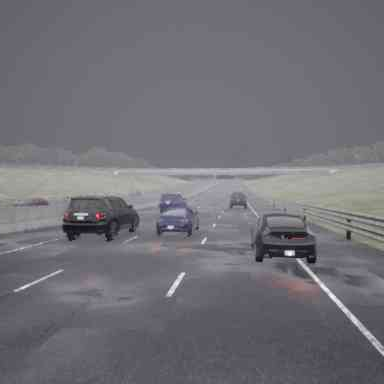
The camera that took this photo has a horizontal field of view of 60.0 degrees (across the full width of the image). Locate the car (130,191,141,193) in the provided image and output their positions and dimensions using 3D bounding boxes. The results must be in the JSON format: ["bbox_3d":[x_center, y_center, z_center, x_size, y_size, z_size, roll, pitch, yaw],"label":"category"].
[{"bbox_3d":[-13.817,0.418,80.948,1.882,1.535,5.008,0,2,7],"label":"car"}]

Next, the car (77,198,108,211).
[{"bbox_3d":[-12.093,1.476,40.755,1.812,1.442,4.674,0,1,7],"label":"car"}]

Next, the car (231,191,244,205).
[{"bbox_3d":[7.548,0.903,55.364,2.150,2.045,5.566,0,1,7],"label":"car"}]

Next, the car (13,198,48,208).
[{"bbox_3d":[-19.284,1.445,39.843,1.882,1.535,5.008,0,0,7],"label":"car"}]

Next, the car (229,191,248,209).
[{"bbox_3d":[6.076,1.112,43.458,2.150,2.045,5.566,0,1,9],"label":"car"}]

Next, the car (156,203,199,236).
[{"bbox_3d":[-0.716,1.533,18.316,1.812,1.442,4.674,0,0,7],"label":"car"}]

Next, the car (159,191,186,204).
[{"bbox_3d":[-2.008,1.200,35.497,2.150,2.045,5.566,0,0,8],"label":"car"}]

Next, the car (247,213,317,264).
[{"bbox_3d":[3.114,1.506,11.935,1.837,1.490,4.892,0,0,7],"label":"car"}]

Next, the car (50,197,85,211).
[{"bbox_3d":[-15.505,1.437,41.752,2.128,1.511,4.902,0,1,7],"label":"car"}]

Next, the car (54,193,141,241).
[{"bbox_3d":[-4.427,1.225,16.932,2.150,2.045,5.566,0,0,7],"label":"car"}]
